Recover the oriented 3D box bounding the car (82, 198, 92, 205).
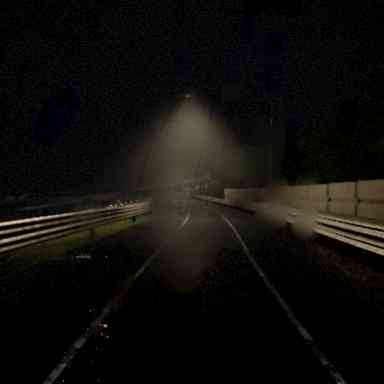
[{"bbox_3d":[-23.985,2.213,77.917,1.837,1.490,4.892,1,2,10],"label":"car"}]

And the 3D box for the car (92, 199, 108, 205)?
[{"bbox_3d":[-20.534,2.281,77.337,2.128,1.511,4.902,1,2,10],"label":"car"}]

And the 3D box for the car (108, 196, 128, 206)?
[{"bbox_3d":[-17.083,2.323,76.757,1.812,1.442,4.674,1,2,10],"label":"car"}]
